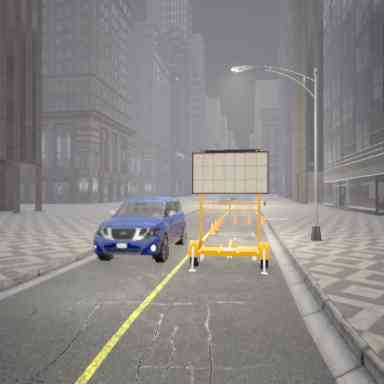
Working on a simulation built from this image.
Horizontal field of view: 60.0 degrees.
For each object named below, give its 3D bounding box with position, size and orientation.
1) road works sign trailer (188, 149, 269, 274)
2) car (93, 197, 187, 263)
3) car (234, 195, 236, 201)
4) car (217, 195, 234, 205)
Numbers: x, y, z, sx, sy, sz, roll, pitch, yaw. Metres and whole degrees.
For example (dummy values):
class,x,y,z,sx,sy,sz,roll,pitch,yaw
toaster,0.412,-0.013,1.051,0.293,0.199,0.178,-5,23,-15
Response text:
class,x,y,z,sx,sy,sz,roll,pitch,yaw
road works sign trailer,1.215,0.459,10.625,2.380,3.560,2.880,0,0,9
car,-1.622,1.219,12.466,2.150,2.045,5.566,0,0,9
car,9.893,1.402,81.993,1.994,1.385,4.181,0,0,9
car,5.319,1.244,54.665,2.097,1.767,4.553,0,0,9
